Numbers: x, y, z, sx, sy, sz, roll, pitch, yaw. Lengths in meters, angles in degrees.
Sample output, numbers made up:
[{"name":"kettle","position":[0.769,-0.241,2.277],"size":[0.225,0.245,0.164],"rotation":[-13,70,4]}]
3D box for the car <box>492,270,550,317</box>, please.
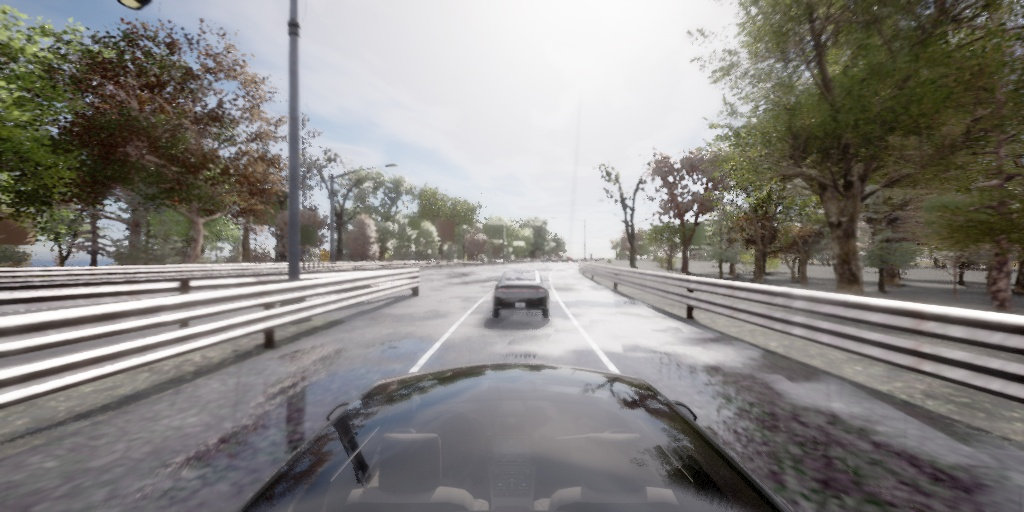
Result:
[{"name":"car","position":[0.356,1.242,13.097],"size":[2.128,1.511,4.902],"rotation":[0,0,3]}]
